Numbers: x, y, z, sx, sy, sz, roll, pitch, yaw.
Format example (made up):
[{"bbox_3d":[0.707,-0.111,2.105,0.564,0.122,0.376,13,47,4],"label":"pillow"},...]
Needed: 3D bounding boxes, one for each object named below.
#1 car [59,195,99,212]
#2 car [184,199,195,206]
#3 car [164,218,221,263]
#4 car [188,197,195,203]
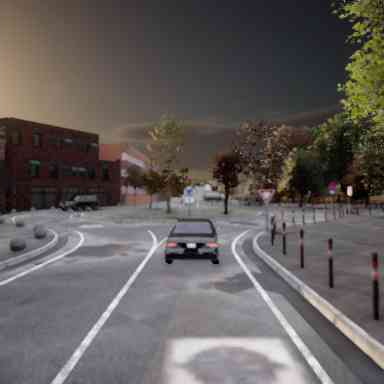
[{"bbox_3d":[-14.201,1.381,42.180,2.150,2.045,5.566,0,0,25],"label":"car"},{"bbox_3d":[-0.588,2.023,66.136,2.033,1.411,5.357,0,-1,1],"label":"car"},{"bbox_3d":[0.095,1.684,12.528,2.033,1.411,5.357,0,-1,3],"label":"car"},{"bbox_3d":[-0.075,2.069,85.618,1.882,1.535,5.008,0,-1,1],"label":"car"}]
